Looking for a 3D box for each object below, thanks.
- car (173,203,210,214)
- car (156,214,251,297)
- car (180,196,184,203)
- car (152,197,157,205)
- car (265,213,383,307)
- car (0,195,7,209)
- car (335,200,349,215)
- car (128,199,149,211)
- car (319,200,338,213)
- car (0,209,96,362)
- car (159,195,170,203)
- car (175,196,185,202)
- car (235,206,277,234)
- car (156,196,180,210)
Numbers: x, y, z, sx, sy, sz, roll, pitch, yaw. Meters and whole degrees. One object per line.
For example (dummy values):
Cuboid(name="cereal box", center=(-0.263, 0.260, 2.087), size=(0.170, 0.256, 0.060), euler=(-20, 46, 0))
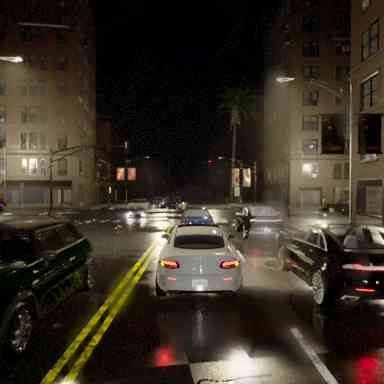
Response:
Cuboid(name="car", center=(0.233, 1.544, 17.915), size=(2.033, 1.411, 5.357), euler=(0, 0, 0))
Cuboid(name="car", center=(0.162, 1.524, 8.460), size=(1.812, 1.442, 4.674), euler=(0, 0, 0))
Cuboid(name="car", center=(-2.829, 1.536, 63.625), size=(2.033, 1.411, 5.357), euler=(0, 0, 1))
Cuboid(name="car", center=(-6.118, 1.538, 60.741), size=(2.033, 1.411, 5.357), euler=(0, 0, 1))
Cuboid(name="car", center=(3.387, 1.490, 7.916), size=(2.128, 1.511, 4.902), euler=(0, 0, 1))
Cuboid(name="car", center=(-20.690, 1.345, 31.986), size=(5.008, 1.535, 1.882), euler=(0, 1, -8))
Cuboid(name="car", center=(16.449, 1.762, 31.605), size=(4.313, 1.339, 1.947), euler=(0, 0, 1))
Cuboid(name="car", center=(-6.297, 1.507, 39.416), size=(1.895, 1.301, 4.718), euler=(1, 1, 0))
Cuboid(name="car", center=(17.014, 1.592, 37.548), size=(5.008, 1.535, 1.882), euler=(0, 1, 1))
Cuboid(name="car", center=(-3.307, 1.350, 5.903), size=(2.097, 1.767, 4.553), euler=(0, 0, 0))
Cuboid(name="car", center=(-5.958, 1.506, 72.471), size=(1.812, 1.442, 4.674), euler=(0, 0, 0))
Cuboid(name="car", center=(-2.693, 1.574, 74.393), size=(1.895, 1.301, 4.718), euler=(0, 0, 0))
Cuboid(name="car", center=(3.378, 1.488, 17.224), size=(2.128, 1.511, 4.902), euler=(0, 0, 0))
Cuboid(name="car", center=(-3.018, 1.516, 42.968), size=(2.033, 1.411, 5.357), euler=(0, 0, 0))
